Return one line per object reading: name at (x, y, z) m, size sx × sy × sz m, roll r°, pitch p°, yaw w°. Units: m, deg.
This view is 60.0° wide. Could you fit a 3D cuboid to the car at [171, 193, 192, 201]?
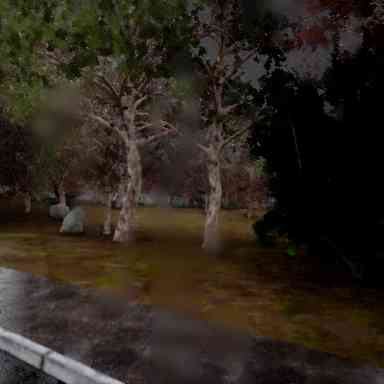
car at (-3.550, 1.256, 94.177) m, size 2.435 × 2.045 × 5.566 m, roll 6°, pitch 1°, yaw 41°
